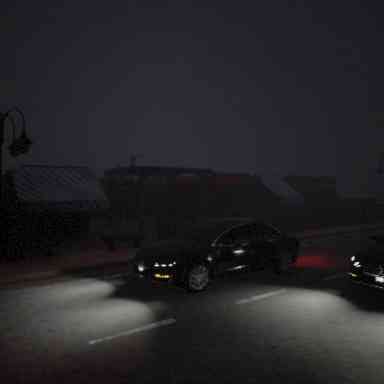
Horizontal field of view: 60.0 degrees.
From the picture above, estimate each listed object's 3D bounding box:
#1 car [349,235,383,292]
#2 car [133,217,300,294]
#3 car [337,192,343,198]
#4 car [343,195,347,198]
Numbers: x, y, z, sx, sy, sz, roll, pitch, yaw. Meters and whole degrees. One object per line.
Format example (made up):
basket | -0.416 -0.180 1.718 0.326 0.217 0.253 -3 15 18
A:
car | 5.733 1.461 8.023 4.892 1.490 1.837 -1 1 -35
car | 0.843 1.481 8.861 4.892 1.490 1.837 0 0 -35
car | 26.268 0.846 64.246 1.905 1.878 3.866 0 0 -36
car | 28.660 0.832 65.956 1.905 1.878 3.866 0 0 -36
